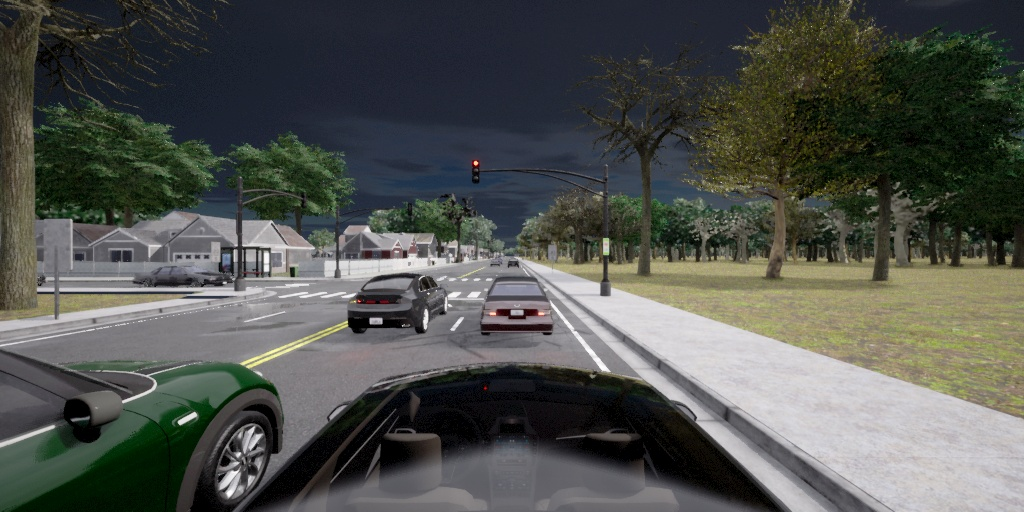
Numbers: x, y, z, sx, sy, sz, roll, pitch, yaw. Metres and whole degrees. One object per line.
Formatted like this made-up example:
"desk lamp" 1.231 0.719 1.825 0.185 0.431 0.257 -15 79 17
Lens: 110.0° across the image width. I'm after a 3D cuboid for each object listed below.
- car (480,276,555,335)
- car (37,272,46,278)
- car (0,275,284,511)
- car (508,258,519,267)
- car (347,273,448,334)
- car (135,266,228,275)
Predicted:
"car" 0.118 1.297 10.429 2.033 1.411 5.357 0 0 0
"car" -33.034 1.304 23.013 4.892 1.490 1.837 0 0 1
"car" -3.150 1.102 1.436 2.097 1.767 4.553 0 0 0
"car" 0.236 1.205 64.256 1.882 1.535 5.008 0 0 0
"car" -3.138 1.254 10.682 1.837 1.490 4.892 0 0 0
"car" -20.905 1.325 22.866 5.357 1.411 2.033 0 0 2
